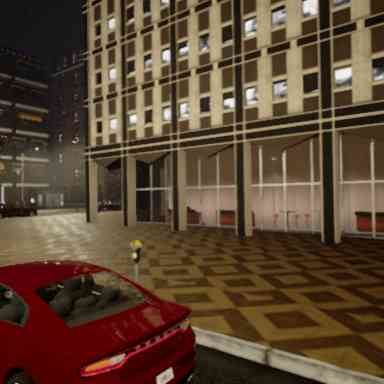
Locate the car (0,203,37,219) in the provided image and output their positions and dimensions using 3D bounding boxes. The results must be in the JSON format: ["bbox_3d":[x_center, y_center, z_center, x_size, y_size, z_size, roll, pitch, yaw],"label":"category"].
[{"bbox_3d":[-16.121,1.684,29.639,1.887,1.381,4.507,-1,0,36],"label":"car"}]

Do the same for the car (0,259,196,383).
[{"bbox_3d":[-2.064,1.583,4.357,4.507,1.381,1.887,-1,-1,36],"label":"car"}]

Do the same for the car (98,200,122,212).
[{"bbox_3d":[-9.592,1.637,38.608,2.008,1.369,4.403,-1,0,36],"label":"car"}]
